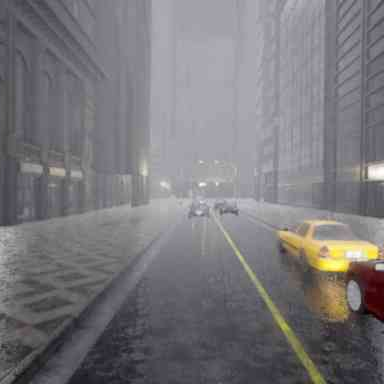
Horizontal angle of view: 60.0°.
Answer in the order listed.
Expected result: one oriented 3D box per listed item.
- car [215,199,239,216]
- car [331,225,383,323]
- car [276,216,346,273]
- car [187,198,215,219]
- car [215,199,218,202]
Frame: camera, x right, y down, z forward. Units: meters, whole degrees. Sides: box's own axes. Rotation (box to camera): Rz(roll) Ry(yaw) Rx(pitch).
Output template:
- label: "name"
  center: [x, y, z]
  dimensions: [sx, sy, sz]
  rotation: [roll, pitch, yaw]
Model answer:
- label: "car"
  center: [3.809, 1.768, 35.289]
  dimensions: [1.895, 1.301, 4.718]
  rotation: [1, 0, 2]
- label: "car"
  center: [3.961, 1.548, 4.706]
  dimensions: [1.882, 1.535, 5.008]
  rotation: [1, 0, 1]
- label: "car"
  center: [4.105, 1.548, 10.894]
  dimensions: [1.801, 1.575, 5.366]
  rotation: [1, 0, 1]
- label: "car"
  center: [0.650, 1.598, 30.186]
  dimensions: [2.128, 1.511, 4.902]
  rotation: [1, 0, 1]
- label: "car"
  center: [4.031, 1.732, 46.466]
  dimensions: [1.812, 1.442, 4.674]
  rotation: [1, 0, 2]
